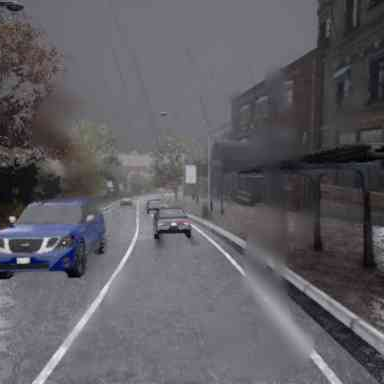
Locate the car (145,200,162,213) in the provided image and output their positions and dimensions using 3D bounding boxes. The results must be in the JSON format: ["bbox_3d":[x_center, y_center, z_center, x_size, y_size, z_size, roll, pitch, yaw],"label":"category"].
[{"bbox_3d":[-4.172,1.544,37.134,2.033,1.411,5.357,-1,0,-9],"label":"car"}]

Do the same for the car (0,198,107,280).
[{"bbox_3d":[-4.136,1.244,10.480,2.150,2.045,5.566,0,0,-5],"label":"car"}]

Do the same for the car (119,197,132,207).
[{"bbox_3d":[-10.569,1.611,53.642,1.812,1.442,4.674,-1,0,-9],"label":"car"}]

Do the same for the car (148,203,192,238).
[{"bbox_3d":[-1.169,1.527,17.803,2.033,1.411,5.357,-1,0,-8],"label":"car"}]
